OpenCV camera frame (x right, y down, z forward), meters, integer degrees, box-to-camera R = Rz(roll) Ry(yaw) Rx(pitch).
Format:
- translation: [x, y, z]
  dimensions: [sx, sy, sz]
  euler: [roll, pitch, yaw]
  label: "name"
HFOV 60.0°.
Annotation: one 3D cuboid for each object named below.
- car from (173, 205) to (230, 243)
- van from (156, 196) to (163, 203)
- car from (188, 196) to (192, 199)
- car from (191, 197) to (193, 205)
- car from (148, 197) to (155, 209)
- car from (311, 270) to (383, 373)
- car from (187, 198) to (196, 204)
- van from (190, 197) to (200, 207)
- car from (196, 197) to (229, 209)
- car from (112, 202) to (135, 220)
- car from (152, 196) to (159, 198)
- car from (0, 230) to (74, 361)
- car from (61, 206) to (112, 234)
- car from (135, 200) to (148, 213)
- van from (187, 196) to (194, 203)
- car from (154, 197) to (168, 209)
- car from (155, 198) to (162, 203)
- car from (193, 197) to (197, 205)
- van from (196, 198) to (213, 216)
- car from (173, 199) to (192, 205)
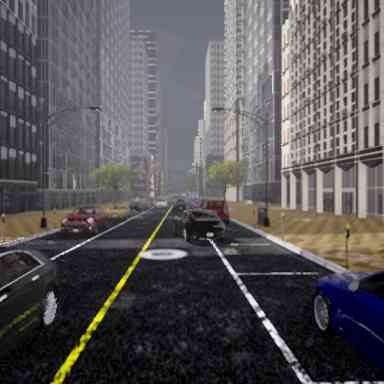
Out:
- translation: [0.247, 1.638, 17.037]
  dimensions: [1.837, 1.490, 4.892]
  euler: [-1, 0, -13]
  label: "car"
- translation: [-9.084, 2.064, 93.954]
  dimensions: [1.690, 1.788, 3.998]
  euler: [-1, 0, -2]
  label: "van"
- translation: [0.730, 1.858, 54.497]
  dimensions: [1.967, 1.590, 4.097]
  euler: [-1, 0, -2]
  label: "car"
- translation: [1.142, 1.771, 43.137]
  dimensions: [1.967, 1.590, 4.097]
  euler: [-1, 0, -2]
  label: "car"
- translation: [-7.644, 1.975, 54.193]
  dimensions: [2.008, 1.369, 4.403]
  euler: [-1, 0, -2]
  label: "car"
- translation: [3.030, 1.553, 3.860]
  dimensions: [1.812, 1.442, 4.674]
  euler: [0, 0, -2]
  label: "car"
- translation: [-0.091, 2.140, 77.215]
  dimensions: [2.008, 1.369, 4.403]
  euler: [-1, 0, -2]
  label: "car"
- translation: [0.523, 1.802, 60.177]
  dimensions: [1.690, 1.788, 3.998]
  euler: [-1, 0, -2]
  label: "van"
- translation: [1.756, 1.515, 26.099]
  dimensions: [2.192, 1.841, 5.009]
  euler: [-1, 0, -2]
  label: "car"
- translation: [-6.815, 1.775, 31.304]
  dimensions: [1.752, 1.417, 4.829]
  euler: [-1, 0, -2]
  label: "car"
- translation: [-8.056, 1.951, 65.553]
  dimensions: [1.967, 1.590, 4.097]
  euler: [-1, 0, -2]
  label: "car"
- translation: [-3.235, 1.542, 4.169]
  dimensions: [1.837, 1.490, 4.892]
  euler: [0, 0, -2]
  label: "car"
- translation: [-6.412, 1.604, 20.115]
  dimensions: [1.967, 1.590, 4.097]
  euler: [-1, 0, -2]
  label: "car"
- translation: [-7.233, 1.904, 42.833]
  dimensions: [1.947, 1.339, 4.313]
  euler: [-1, 0, -2]
  label: "car"
- translation: [-0.504, 2.015, 88.577]
  dimensions: [1.690, 1.788, 3.998]
  euler: [-1, 0, -2]
  label: "van"
- translation: [-5.016, 1.953, 54.975]
  dimensions: [1.812, 1.442, 4.674]
  euler: [0, -1, -2]
  label: "car"
- translation: [-8.877, 2.263, 88.272]
  dimensions: [1.802, 1.307, 4.206]
  euler: [-1, 0, -2]
  label: "car"
- translation: [1.551, 1.559, 31.779]
  dimensions: [2.192, 1.841, 5.009]
  euler: [-1, 0, -2]
  label: "car"
- translation: [1.346, 1.629, 37.458]
  dimensions: [1.690, 1.788, 3.998]
  euler: [-1, 0, -2]
  label: "van"
- translation: [-1.334, 1.874, 40.050]
  dimensions: [1.994, 1.385, 4.181]
  euler: [0, 0, -2]
  label: "car"
